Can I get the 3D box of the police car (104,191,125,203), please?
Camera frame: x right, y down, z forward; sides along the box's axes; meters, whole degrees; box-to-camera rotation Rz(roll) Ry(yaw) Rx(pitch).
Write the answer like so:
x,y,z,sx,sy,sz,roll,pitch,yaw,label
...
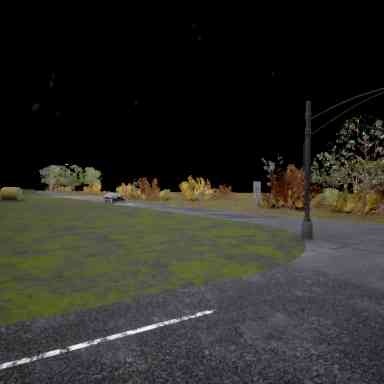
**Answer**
x,y,z,sx,sy,sz,roll,pitch,yaw,label
-11.603,0.744,49.757,1.930,1.638,5.238,1,0,-32,police car
